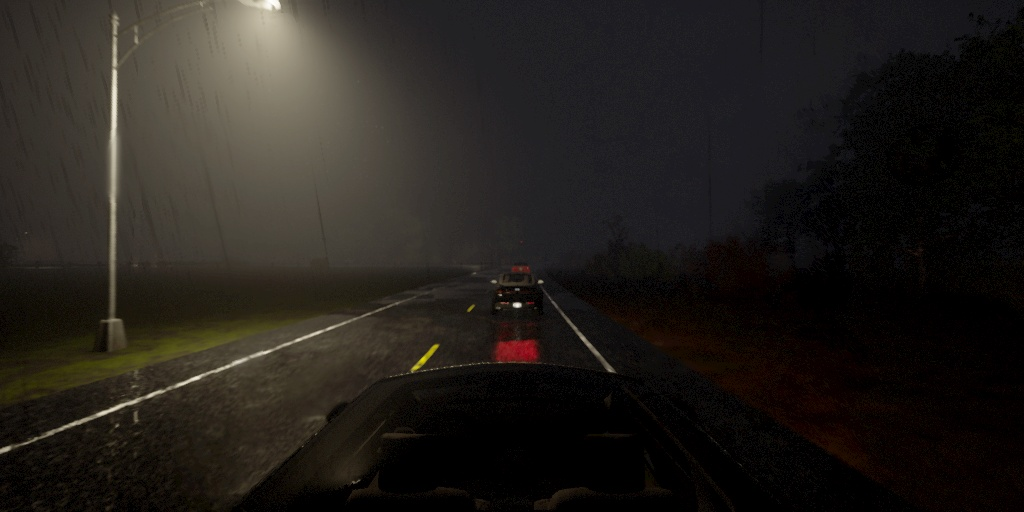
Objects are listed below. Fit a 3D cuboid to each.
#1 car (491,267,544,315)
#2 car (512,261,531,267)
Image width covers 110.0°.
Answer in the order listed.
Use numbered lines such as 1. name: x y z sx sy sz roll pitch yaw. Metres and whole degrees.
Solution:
1. car: 0.213 1.367 14.248 1.837 1.490 4.892 0 0 1
2. car: 1.031 1.430 40.431 2.097 1.767 4.553 0 -1 3
